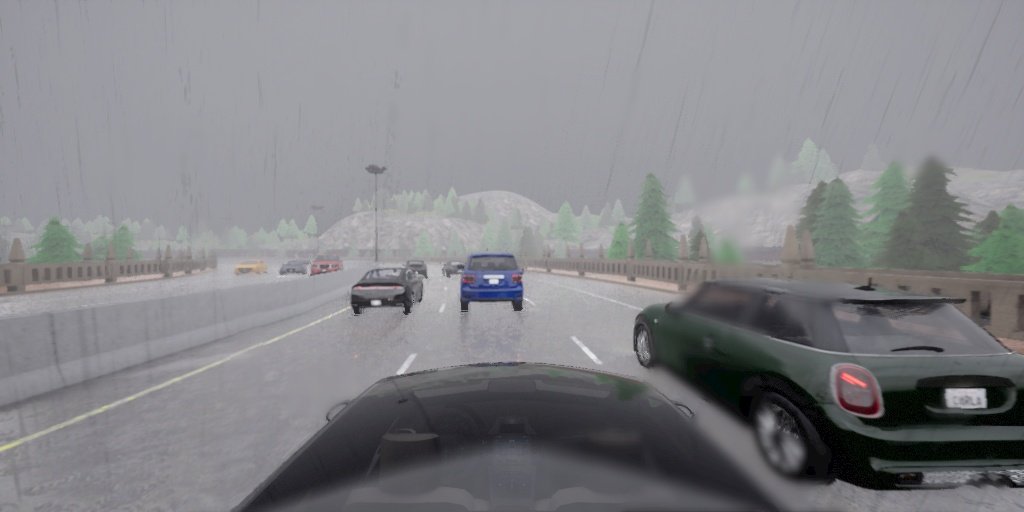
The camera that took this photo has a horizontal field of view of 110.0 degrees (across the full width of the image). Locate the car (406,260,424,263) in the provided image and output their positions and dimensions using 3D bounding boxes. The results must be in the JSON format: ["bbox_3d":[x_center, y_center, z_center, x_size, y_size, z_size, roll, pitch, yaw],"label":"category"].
[{"bbox_3d":[-8.396,1.094,30.928,1.837,1.490,4.892,0,0,-18],"label":"car"}]

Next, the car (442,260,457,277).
[{"bbox_3d":[-5.070,1.093,31.908,1.812,1.442,4.674,0,0,-18],"label":"car"}]

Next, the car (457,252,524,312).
[{"bbox_3d":[-0.936,0.885,14.068,2.150,2.045,5.566,0,0,-8],"label":"car"}]

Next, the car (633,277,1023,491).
[{"bbox_3d":[3.335,1.069,4.807,2.097,1.767,4.553,0,0,-2],"label":"car"}]

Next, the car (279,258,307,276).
[{"bbox_3d":[-21.516,1.203,35.433,1.994,1.385,4.181,0,0,-24],"label":"car"}]

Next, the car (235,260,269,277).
[{"bbox_3d":[-24.876,1.142,34.429,1.882,1.535,5.008,0,0,-24],"label":"car"}]

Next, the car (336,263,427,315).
[{"bbox_3d":[-4.388,1.173,13.161,2.128,1.511,4.902,0,0,-7],"label":"car"}]

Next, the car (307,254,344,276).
[{"bbox_3d":[-16.325,0.849,31.923,2.150,2.045,5.566,0,0,-21],"label":"car"}]
